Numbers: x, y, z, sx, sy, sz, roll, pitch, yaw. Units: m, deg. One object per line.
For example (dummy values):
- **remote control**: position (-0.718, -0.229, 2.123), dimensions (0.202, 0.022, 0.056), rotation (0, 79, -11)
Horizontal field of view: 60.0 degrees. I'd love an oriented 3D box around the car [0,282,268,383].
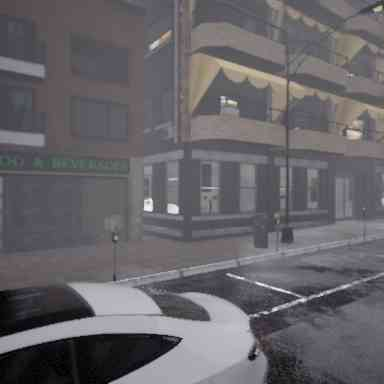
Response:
- **car**: position (-1.459, 1.525, 2.335), dimensions (4.674, 1.442, 1.812), rotation (-1, 1, -36)
